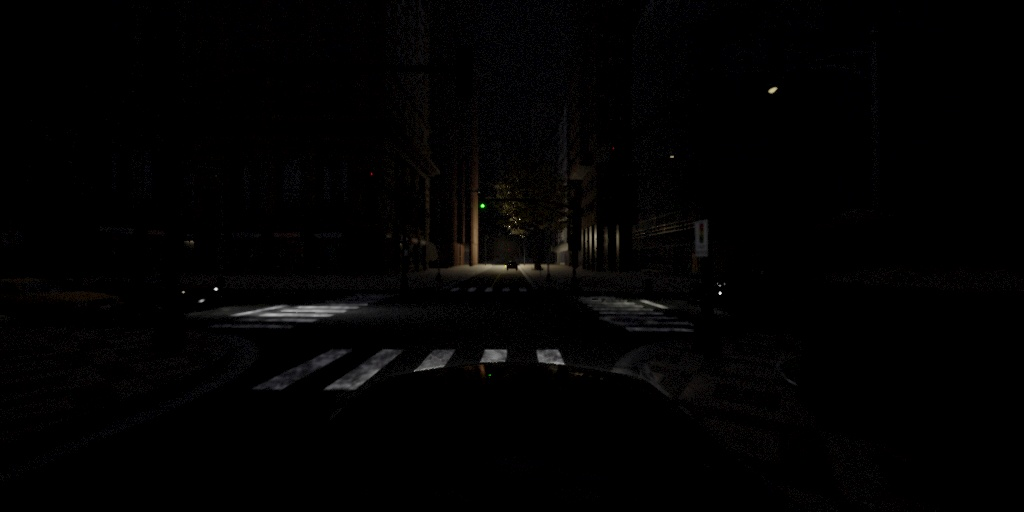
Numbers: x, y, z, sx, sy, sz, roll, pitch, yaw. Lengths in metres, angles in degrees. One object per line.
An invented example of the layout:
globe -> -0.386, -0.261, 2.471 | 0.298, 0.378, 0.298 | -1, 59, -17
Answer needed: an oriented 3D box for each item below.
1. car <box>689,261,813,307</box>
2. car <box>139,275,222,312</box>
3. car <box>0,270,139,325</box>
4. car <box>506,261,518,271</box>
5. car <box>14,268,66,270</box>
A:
car -> 11.770, 1.242, 16.839 | 5.566, 2.045, 2.150 | 0, -1, 0
car -> -14.082, 1.385, 13.759 | 4.718, 1.301, 1.895 | 1, -1, 0
car -> -14.948, 1.266, 11.095 | 4.829, 1.417, 1.751 | 0, 0, 0
car -> 0.034, 1.704, 61.192 | 1.837, 1.490, 4.892 | 0, 0, 0
car -> -26.329, 1.293, 19.675 | 4.313, 1.339, 1.948 | 0, 0, 0
